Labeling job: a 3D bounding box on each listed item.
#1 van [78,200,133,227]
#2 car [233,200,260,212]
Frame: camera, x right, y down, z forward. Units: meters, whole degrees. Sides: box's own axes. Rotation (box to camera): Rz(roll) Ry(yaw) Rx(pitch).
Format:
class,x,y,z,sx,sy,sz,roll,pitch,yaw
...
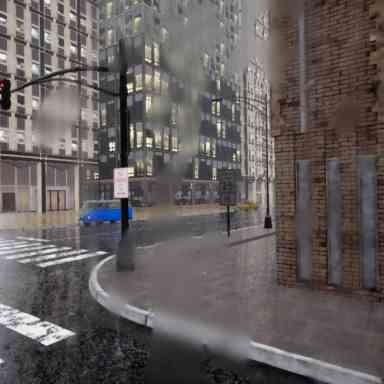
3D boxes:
class,x,y,z,sx,sy,sz,roll,pitch,yaw
van,-6.030,1.460,23.500,1.690,1.788,3.998,-2,-1,36
car,6.805,1.689,41.409,1.752,1.417,4.829,-2,-1,36
